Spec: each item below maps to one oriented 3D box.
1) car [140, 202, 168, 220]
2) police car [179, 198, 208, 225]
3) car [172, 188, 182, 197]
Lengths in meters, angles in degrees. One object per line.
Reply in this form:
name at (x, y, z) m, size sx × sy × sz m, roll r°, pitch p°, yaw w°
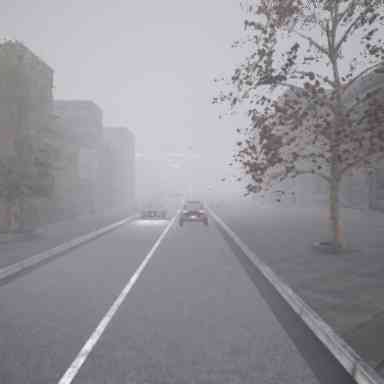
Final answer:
car at (-3.103, 1.550, 28.077) m, size 1.994 × 1.385 × 4.181 m, roll 0°, pitch 0°, yaw 0°
police car at (0.094, 1.492, 24.419) m, size 2.038 × 1.542 × 4.974 m, roll 0°, pitch 0°, yaw 0°
car at (-3.021, 0.083, 68.507) m, size 1.882 × 1.535 × 5.008 m, roll 0°, pitch 4°, yaw 0°
